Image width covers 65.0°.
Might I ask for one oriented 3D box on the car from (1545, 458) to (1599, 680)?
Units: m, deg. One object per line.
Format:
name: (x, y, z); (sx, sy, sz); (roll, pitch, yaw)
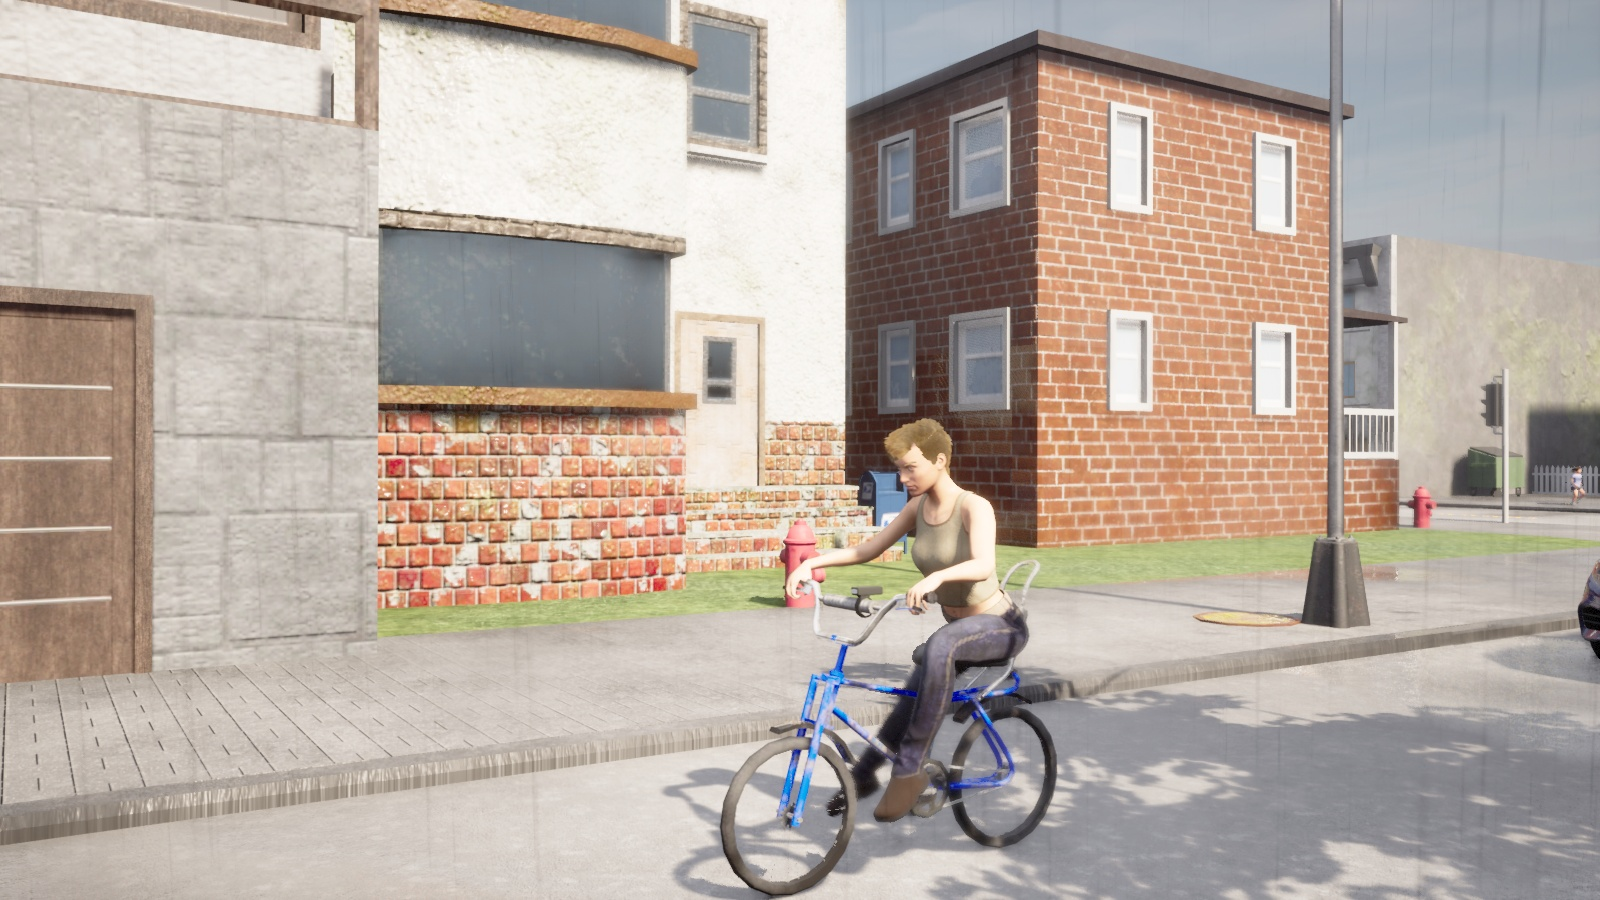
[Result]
car: (7.530, 0.776, 8.835); (4.674, 1.442, 1.812); (0, 0, -29)

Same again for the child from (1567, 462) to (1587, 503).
child: (21.268, 0.873, 34.383); (0.255, 1.110, 0.394); (0, 0, -17)

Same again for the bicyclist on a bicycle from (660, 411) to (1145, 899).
bicyclist on a bicycle: (0.374, 0.692, 4.488); (1.509, 1.612, 0.866); (0, 0, -33)
